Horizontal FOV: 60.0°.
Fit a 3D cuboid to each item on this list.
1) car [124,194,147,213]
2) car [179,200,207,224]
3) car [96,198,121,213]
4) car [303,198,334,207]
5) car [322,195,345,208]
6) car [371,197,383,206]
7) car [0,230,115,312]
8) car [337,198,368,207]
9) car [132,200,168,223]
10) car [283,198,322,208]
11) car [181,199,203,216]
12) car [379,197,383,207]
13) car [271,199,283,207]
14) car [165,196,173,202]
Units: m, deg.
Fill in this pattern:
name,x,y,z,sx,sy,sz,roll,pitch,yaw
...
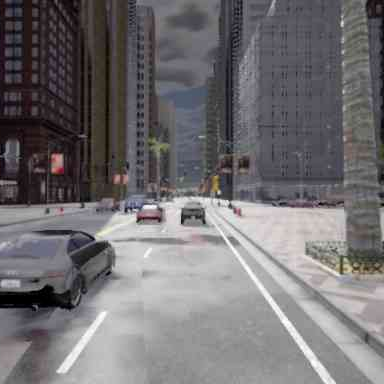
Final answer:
name,x,y,z,sx,sy,sz,roll,pitch,yaw
car,-6.511,1.311,39.393,2.150,2.045,5.566,0,0,0
car,0.094,1.531,25.149,1.837,1.490,4.892,0,-1,0
car,-9.766,1.448,39.121,2.097,1.767,4.553,0,0,0
car,20.813,1.706,54.781,4.313,1.339,1.947,0,-1,-1
car,20.944,1.341,46.260,5.009,1.841,2.192,0,-1,-1
car,32.089,1.549,54.960,4.097,1.590,1.967,0,-1,-1
car,-3.152,1.561,7.799,1.994,1.385,4.181,0,0,0
car,26.452,1.706,54.870,4.206,1.307,1.802,0,-1,-1
car,-3.156,1.597,26.193,1.994,1.385,4.181,0,0,0
car,15.306,1.627,46.169,4.206,1.307,1.802,0,-1,-1
car,0.042,1.563,34.466,2.128,1.511,4.902,0,0,1
car,26.582,1.576,46.346,4.313,1.339,1.947,0,-1,-1
car,15.174,1.725,54.692,4.313,1.339,1.947,0,-1,-1
car,-6.520,1.929,95.327,2.097,1.767,4.553,0,-1,0
